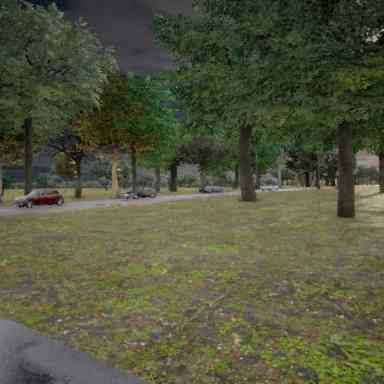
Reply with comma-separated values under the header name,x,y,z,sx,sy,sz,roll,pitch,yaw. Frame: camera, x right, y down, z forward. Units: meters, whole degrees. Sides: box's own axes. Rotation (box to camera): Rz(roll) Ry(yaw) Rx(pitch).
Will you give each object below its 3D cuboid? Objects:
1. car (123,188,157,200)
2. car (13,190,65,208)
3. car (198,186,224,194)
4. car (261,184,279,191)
name,x,y,z,sx,sy,sz,roll,pitch,yaw
car,-6.731,0.200,43.195,2.128,1.511,4.902,-1,2,38
car,-14.963,0.590,32.513,2.097,1.767,4.553,-1,2,38
car,3.270,-0.354,56.110,2.033,1.411,5.357,-1,2,38
car,15.494,-0.862,66.006,1.895,1.301,4.718,-1,2,37
